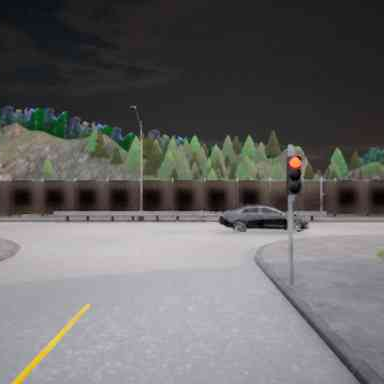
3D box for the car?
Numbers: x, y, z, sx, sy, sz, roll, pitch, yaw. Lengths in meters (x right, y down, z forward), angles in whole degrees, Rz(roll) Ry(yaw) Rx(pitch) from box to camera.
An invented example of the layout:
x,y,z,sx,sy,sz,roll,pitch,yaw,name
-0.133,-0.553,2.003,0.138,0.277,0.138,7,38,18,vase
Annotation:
x,y,z,sx,sy,sz,roll,pitch,yaw,name
3.918,1.470,18.421,4.902,1.511,2.128,0,0,0,car
